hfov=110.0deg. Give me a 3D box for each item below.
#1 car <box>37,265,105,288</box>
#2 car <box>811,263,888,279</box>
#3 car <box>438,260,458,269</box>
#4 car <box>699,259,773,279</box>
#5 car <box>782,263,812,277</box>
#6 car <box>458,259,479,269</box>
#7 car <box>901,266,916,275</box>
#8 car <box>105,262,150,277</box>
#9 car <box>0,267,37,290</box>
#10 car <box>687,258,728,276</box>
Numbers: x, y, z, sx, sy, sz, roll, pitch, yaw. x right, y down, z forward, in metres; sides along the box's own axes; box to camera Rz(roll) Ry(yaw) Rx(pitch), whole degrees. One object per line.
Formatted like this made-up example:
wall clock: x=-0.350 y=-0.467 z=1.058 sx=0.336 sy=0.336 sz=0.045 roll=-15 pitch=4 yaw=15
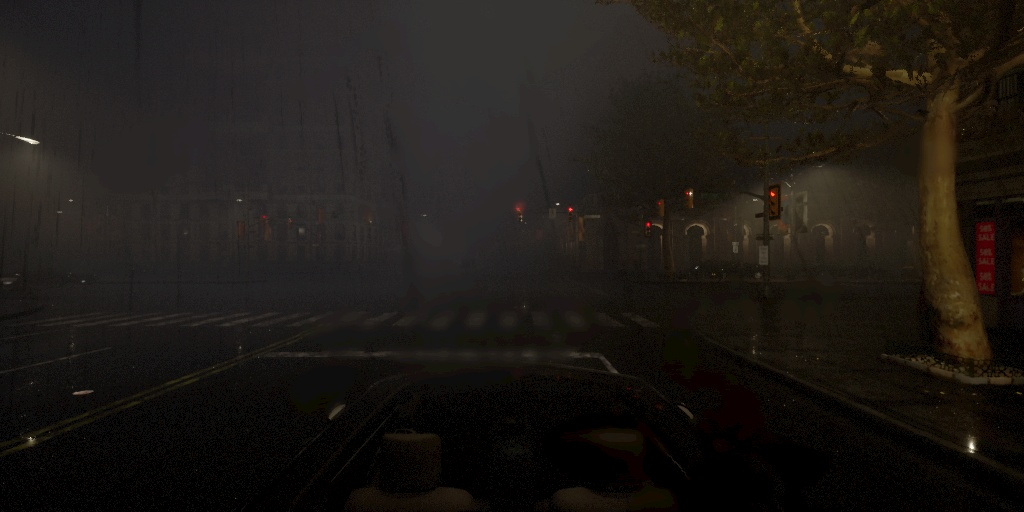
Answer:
car: x=-30.276 y=1.351 z=23.508 sx=4.718 sy=1.301 sz=1.895 roll=0 pitch=0 yaw=1
car: x=29.384 y=1.351 z=31.162 sx=4.718 sy=1.301 sz=1.895 roll=0 pitch=0 yaw=1
car: x=-10.386 y=1.314 z=56.884 sx=1.994 sy=1.385 sz=4.181 roll=0 pitch=0 yaw=1
car: x=19.437 y=1.255 z=31.252 sx=4.892 sy=1.490 sz=1.837 roll=0 pitch=0 yaw=1
car: x=29.398 y=1.351 z=34.662 sx=4.718 sy=1.301 sz=1.895 roll=0 pitch=0 yaw=1
car: x=-6.880 y=1.227 z=57.458 sx=1.882 sy=1.535 sz=5.008 roll=0 pitch=0 yaw=1
car: x=40.635 y=1.227 z=34.547 sx=5.008 sy=1.535 sz=1.882 roll=0 pitch=0 yaw=1
car: x=-38.443 y=1.275 z=35.254 sx=4.674 sy=1.442 sz=1.812 roll=0 pitch=0 yaw=0
car: x=-30.498 y=1.241 z=20.012 sx=4.902 sy=1.511 sz=2.128 roll=0 pitch=0 yaw=1
car: x=19.458 y=1.102 z=34.754 sx=4.553 sy=1.767 sz=2.097 roll=0 pitch=0 yaw=0
